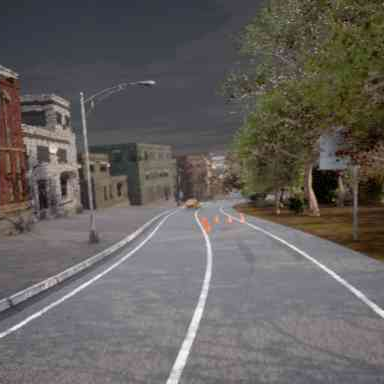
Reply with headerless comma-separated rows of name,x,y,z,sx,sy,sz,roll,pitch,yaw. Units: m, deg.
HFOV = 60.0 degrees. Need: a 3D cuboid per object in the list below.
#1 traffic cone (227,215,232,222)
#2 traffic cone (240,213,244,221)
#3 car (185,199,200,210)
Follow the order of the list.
traffic cone,2.945,2.052,26.262,0.340,0.580,0.340,-4,-1,0
traffic cone,3.943,1.986,26.270,0.340,0.580,0.340,-4,-1,0
car,0.069,1.956,54.114,1.882,1.535,5.008,-3,0,8
